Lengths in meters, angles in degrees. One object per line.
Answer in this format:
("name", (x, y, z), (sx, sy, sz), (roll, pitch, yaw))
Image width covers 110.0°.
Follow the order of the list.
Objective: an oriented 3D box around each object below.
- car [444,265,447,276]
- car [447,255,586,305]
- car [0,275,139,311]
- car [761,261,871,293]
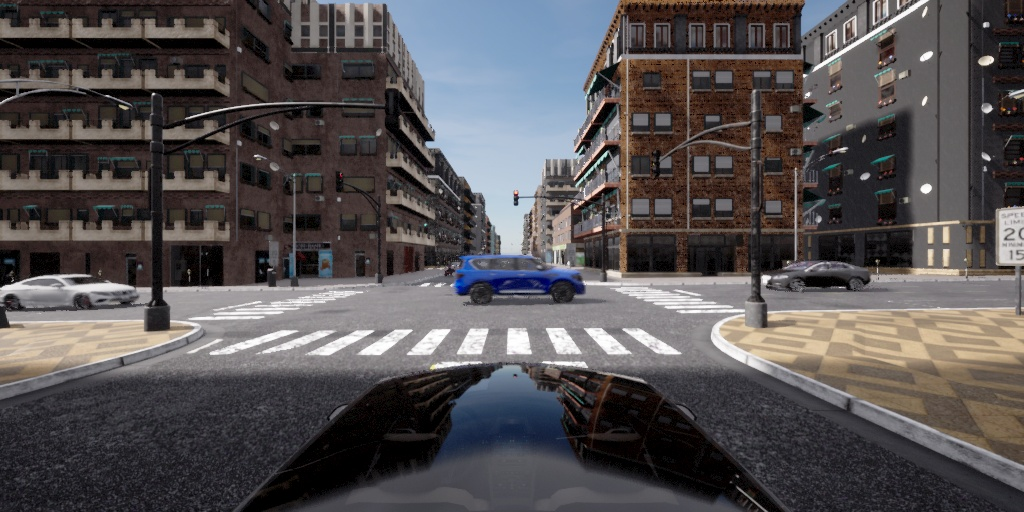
("car", (-5.534, 1.182, 35.889), (1.967, 1.591, 4.097), (0, 0, 0))
("car", (0.291, 0.954, 15.460), (5.566, 2.045, 2.150), (-1, 0, 0))
("car", (-18.966, 1.522, 15.405), (4.674, 1.442, 1.812), (-1, 0, 0))
("car", (15.376, 1.010, 18.357), (4.902, 1.511, 2.128), (-1, 0, 0))
